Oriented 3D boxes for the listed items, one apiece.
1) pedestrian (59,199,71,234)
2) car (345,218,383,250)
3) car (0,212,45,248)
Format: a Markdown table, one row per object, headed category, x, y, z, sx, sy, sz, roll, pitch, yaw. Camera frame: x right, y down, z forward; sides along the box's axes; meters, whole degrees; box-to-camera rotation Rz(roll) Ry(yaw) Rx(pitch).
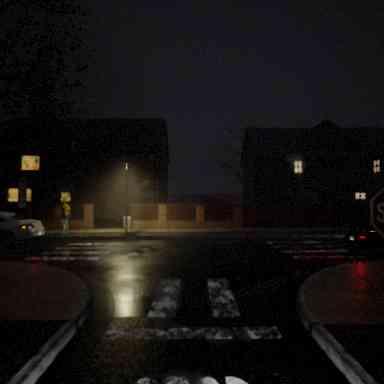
| category | x | y | z | sx | sy | sz | roll | pitch | yaw |
| --- | --- | --- | --- | --- | --- | --- | --- | --- | --- |
| pedestrian | -6.688 | 1.273 | 17.542 | 0.375 | 1.860 | 0.375 | 0 | -1 | 1 |
| car | 7.863 | 1.408 | 11.688 | 4.674 | 1.442 | 1.812 | 0 | -2 | -3 |
| car | -8.979 | 1.621 | 14.657 | 4.674 | 1.442 | 1.812 | -1 | -1 | 1 |
